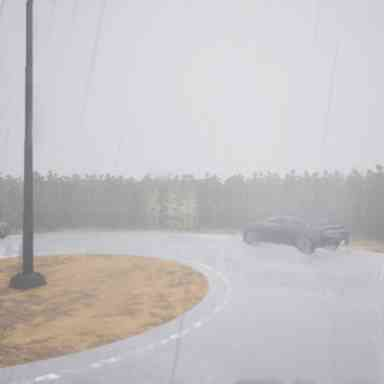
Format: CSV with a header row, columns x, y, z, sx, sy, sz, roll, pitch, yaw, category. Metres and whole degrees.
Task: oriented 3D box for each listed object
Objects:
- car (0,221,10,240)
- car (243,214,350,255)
x,y,z,sx,sy,sz,roll,pitch,yaw,category
-11.324,1.825,16.328,4.181,1.385,1.994,0,-1,-29,car
4.303,1.704,14.522,2.128,1.511,4.902,1,-1,-35,car
